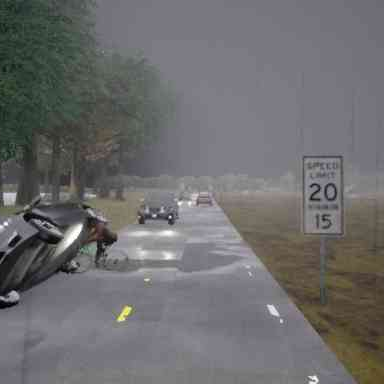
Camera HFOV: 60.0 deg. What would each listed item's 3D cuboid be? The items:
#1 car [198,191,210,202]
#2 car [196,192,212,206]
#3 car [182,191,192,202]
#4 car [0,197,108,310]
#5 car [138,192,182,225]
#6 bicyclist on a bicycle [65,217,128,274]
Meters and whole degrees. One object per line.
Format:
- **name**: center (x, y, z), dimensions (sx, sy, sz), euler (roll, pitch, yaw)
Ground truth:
- **car**: center (1.837, 0.683, 51.035), dimensions (1.882, 1.535, 5.008), euler (0, 1, 2)
- **car**: center (1.478, 0.913, 40.893), dimensions (2.128, 1.511, 4.902), euler (0, 1, 2)
- **car**: center (-1.074, 0.692, 51.923), dimensions (1.837, 1.490, 4.892), euler (0, 1, 2)
- **car**: center (-3.606, 1.167, 7.996), dimensions (1.511, 2.128, 4.902), euler (32, 2, 2)
- **car**: center (-2.123, 1.014, 22.341), dimensions (2.150, 2.045, 5.566), euler (0, 1, 2)
- **bicyclist on a bicycle**: center (-2.509, 1.455, 8.934), dimensions (1.656, 1.620, 0.582), euler (2, 14, -22)
